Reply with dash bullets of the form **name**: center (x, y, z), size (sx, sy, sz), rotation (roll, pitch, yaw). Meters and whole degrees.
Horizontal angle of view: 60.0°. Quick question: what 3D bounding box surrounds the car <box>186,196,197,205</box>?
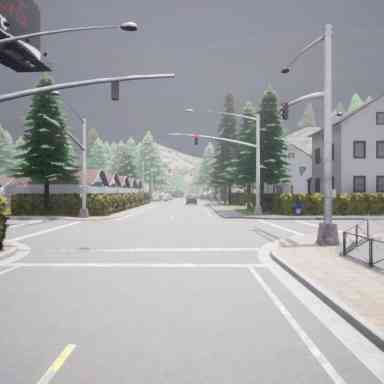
- **car**: center (-0.089, 1.505, 59.293), size (1.837, 1.490, 4.892), rotation (0, 0, 0)
